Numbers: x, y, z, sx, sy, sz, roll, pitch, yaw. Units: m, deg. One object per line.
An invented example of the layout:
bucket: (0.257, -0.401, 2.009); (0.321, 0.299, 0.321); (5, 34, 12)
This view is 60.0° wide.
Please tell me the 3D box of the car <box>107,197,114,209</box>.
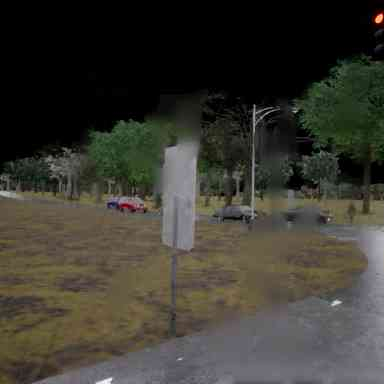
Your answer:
car: (-12.876, 1.909, 57.581); (2.150, 2.045, 5.566); (3, -2, -35)

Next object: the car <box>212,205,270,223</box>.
car: (3.963, 1.793, 27.840); (2.033, 1.411, 5.357); (3, -2, -36)

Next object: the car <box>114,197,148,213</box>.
car: (-7.937, 1.680, 44.424); (2.150, 2.045, 5.566); (3, -2, -35)

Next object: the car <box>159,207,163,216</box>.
car: (-1.849, 1.928, 35.896); (1.994, 1.385, 4.181); (3, -2, -37)

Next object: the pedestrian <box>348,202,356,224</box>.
pedestrian: (13.354, 1.718, 27.813); (0.375, 1.860, 0.375); (2, -1, -36)

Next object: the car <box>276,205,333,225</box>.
car: (8.974, 1.838, 27.211); (1.837, 1.490, 4.892); (3, -2, -36)
